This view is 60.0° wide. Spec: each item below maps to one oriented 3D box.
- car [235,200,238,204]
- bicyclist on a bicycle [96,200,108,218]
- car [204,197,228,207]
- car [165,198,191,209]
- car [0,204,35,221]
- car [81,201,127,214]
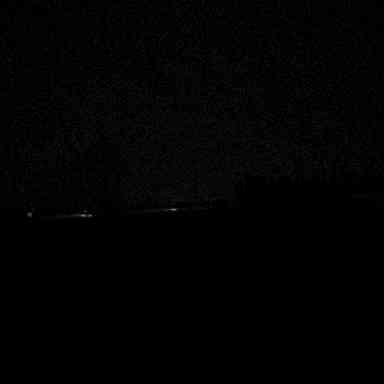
[{"bbox_3d":[9.593,1.641,60.263,2.128,1.511,4.902,-2,-1,35],"label":"car"},{"bbox_3d":[-8.072,1.494,29.859,1.656,1.620,0.582,-1,0,35],"label":"bicyclist on a bicycle"},{"bbox_3d":[3.882,1.568,52.091,1.882,1.535,5.008,-2,-1,36],"label":"car"},{"bbox_3d":[-1.999,1.669,48.768,1.812,1.442,4.674,-2,0,36],"label":"car"},{"bbox_3d":[-16.020,1.733,28.994,1.994,1.385,4.181,-2,-1,34],"label":"car"},{"bbox_3d":[-9.860,1.693,37.690,2.033,1.411,5.357,-2,-1,35],"label":"car"}]
